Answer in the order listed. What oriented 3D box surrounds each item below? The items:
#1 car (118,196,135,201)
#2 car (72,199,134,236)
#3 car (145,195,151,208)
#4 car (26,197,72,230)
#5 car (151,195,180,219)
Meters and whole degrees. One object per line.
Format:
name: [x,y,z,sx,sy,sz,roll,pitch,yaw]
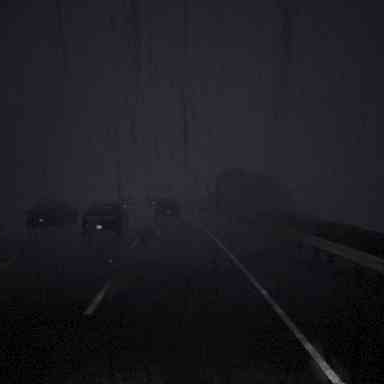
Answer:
car: [-7.161,1.210,35.672,2.128,1.511,4.902,0,0,-11]
car: [-4.453,1.354,17.514,2.128,1.511,4.902,0,0,-5]
car: [-4.822,1.145,41.466,1.882,1.535,5.008,0,1,-13]
car: [-8.230,1.326,19.994,1.882,1.535,5.008,0,0,-7]
car: [-2.123,1.259,27.022,1.882,1.535,5.008,0,1,-8]
